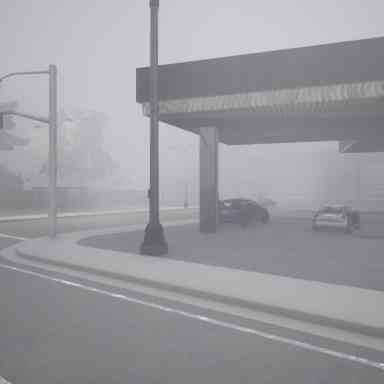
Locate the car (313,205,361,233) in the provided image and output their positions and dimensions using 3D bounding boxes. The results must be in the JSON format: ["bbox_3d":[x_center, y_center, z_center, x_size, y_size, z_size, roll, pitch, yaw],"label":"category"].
[{"bbox_3d":[8.450,1.456,19.265,1.970,1.475,3.806,0,0,37],"label":"car"}]

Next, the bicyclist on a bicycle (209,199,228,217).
[{"bbox_3d":[2.456,1.453,30.454,1.656,1.620,0.582,0,0,18],"label":"bicyclist on a bicycle"}]

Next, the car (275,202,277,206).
[{"bbox_3d":[10.459,1.547,48.004,2.033,1.411,5.357,0,0,37],"label":"car"}]

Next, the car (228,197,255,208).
[{"bbox_3d":[7.471,1.505,49.853,1.837,1.490,4.892,0,0,36],"label":"car"}]

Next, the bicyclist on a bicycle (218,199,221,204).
[{"bbox_3d":[2.495,1.387,29.719,0.582,1.620,1.656,0,-9,-36],"label":"bicyclist on a bicycle"}]

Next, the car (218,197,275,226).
[{"bbox_3d":[3.376,1.295,22.064,2.242,1.667,4.611,0,0,37],"label":"car"}]
